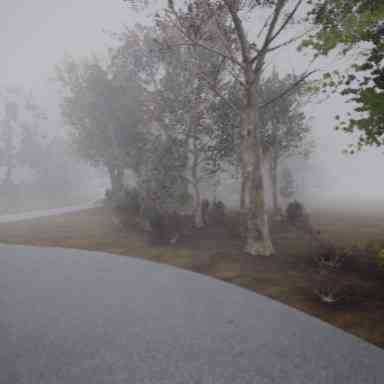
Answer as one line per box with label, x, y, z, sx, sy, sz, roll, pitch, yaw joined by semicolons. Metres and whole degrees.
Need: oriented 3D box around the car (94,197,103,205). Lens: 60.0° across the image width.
car;-18.286;1.754;66.889;2.033;1.411;5.357;-2;1;-4
